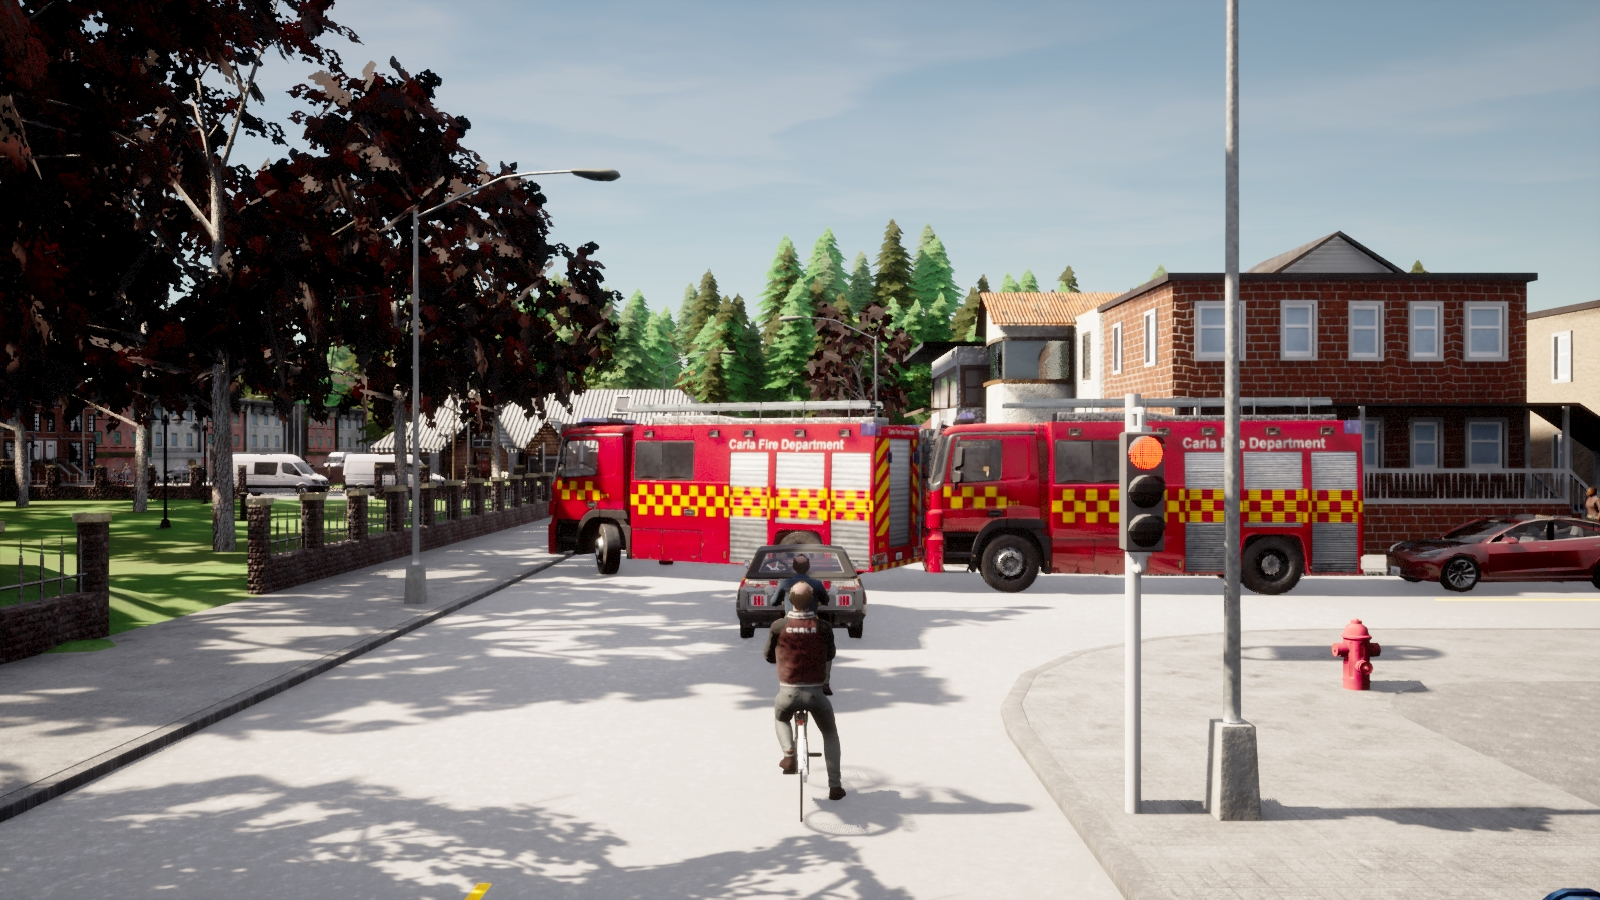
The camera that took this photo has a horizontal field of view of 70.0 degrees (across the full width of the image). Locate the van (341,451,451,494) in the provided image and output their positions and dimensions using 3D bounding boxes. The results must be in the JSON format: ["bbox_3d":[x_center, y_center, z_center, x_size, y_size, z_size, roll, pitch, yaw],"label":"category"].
[{"bbox_3d":[-24.299,1.314,68.785,5.915,2.561,1.988,0,0,1],"label":"van"}]

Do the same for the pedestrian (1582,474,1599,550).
[{"bbox_3d":[19.719,1.524,28.348,0.375,1.860,0.375,0,0,-1],"label":"pedestrian"}]

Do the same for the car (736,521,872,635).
[{"bbox_3d":[0.052,1.935,18.331,1.895,1.301,4.718,0,0,0],"label":"car"}]

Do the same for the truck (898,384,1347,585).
[{"bbox_3d":[6.277,0.669,23.500,8.468,3.827,2.891,0,0,4],"label":"truck"}]

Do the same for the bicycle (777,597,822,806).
[{"bbox_3d":[-0.005,1.940,9.200,0.329,1.271,1.835,0,0,0],"label":"bicycle"}]

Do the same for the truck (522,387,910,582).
[{"bbox_3d":[-2.006,0.672,25.771,8.468,3.827,2.891,0,0,28],"label":"truck"}]

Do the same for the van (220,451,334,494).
[{"bbox_3d":[-31.465,1.314,68.839,5.915,2.561,1.988,0,0,1],"label":"van"}]

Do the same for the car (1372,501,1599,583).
[{"bbox_3d":[14.646,1.843,23.389,4.792,1.488,2.163,0,0,0],"label":"car"}]
